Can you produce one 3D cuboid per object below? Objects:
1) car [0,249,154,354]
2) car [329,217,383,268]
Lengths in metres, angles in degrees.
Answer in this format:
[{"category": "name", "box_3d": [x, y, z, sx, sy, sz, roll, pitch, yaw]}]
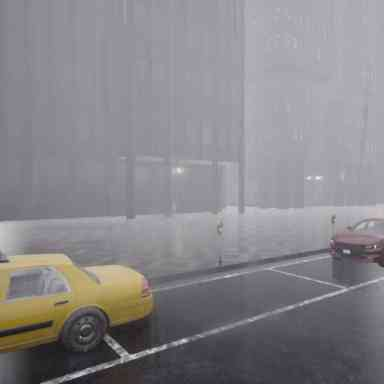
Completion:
[{"category": "car", "box_3d": [-2.908, 1.525, 4.574, 4.829, 1.417, 1.752, 0, 0, -36]}, {"category": "car", "box_3d": [6.468, 1.545, 11.277, 4.507, 1.381, 1.887, 0, 0, -36]}]
